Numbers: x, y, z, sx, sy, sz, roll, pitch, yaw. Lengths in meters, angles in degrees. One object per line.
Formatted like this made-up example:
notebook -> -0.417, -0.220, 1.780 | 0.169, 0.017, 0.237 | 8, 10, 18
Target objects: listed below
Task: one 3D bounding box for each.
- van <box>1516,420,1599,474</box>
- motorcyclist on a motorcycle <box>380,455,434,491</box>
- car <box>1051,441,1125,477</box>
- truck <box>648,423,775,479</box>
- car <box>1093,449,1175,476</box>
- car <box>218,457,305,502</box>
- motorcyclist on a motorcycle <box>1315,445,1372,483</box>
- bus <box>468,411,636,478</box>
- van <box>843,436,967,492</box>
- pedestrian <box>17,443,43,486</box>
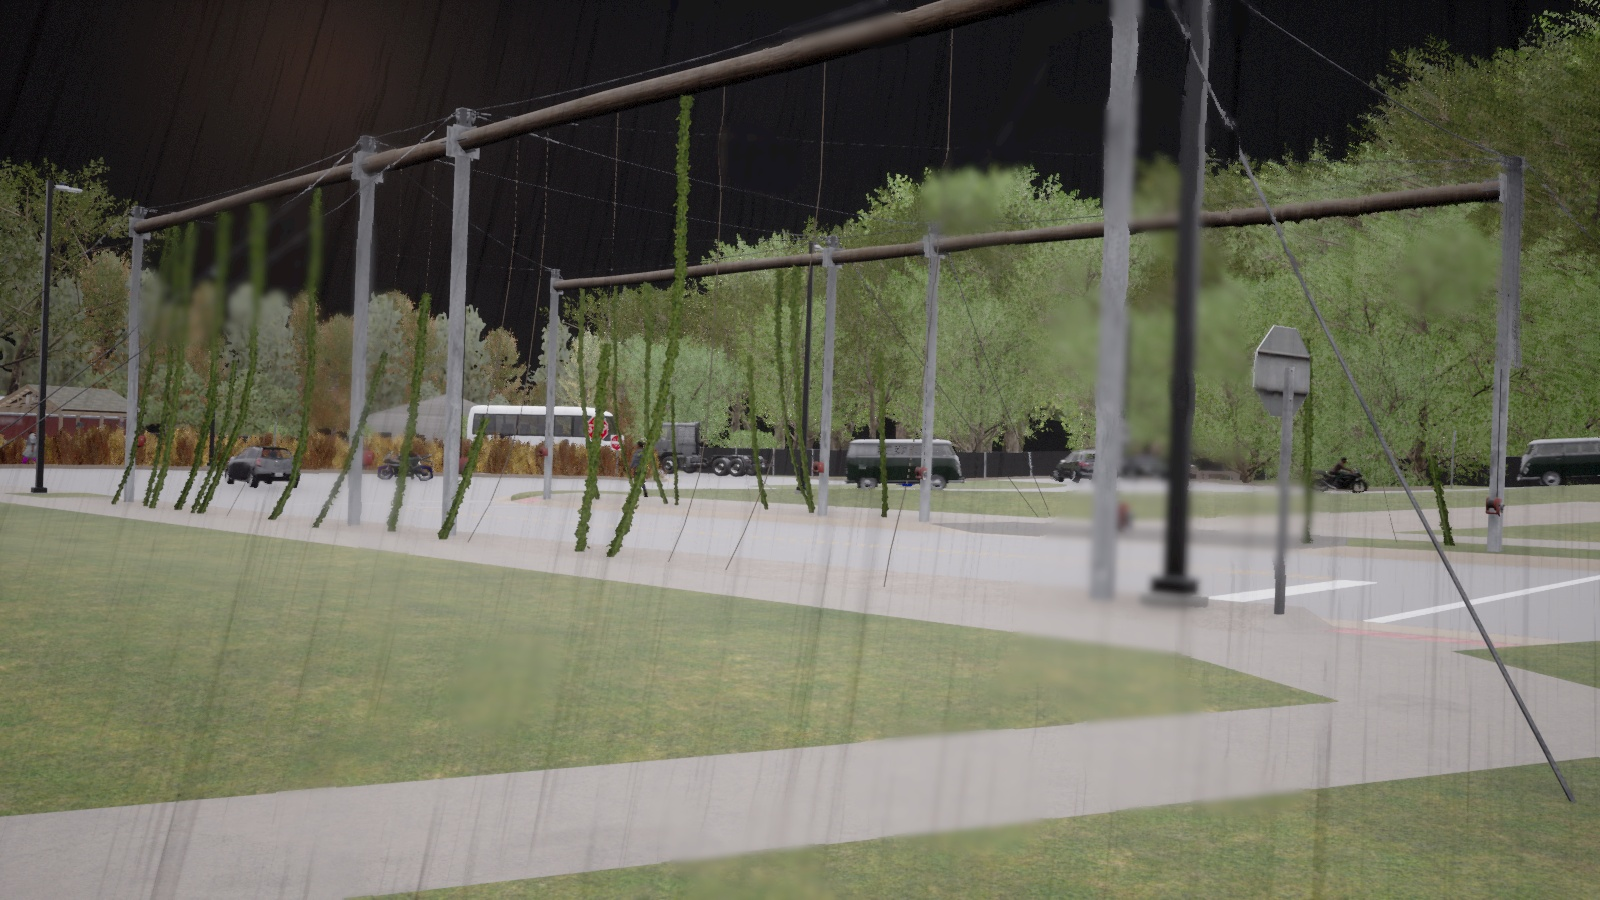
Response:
van -> 31.976, -0.193, 51.235 | 4.442, 1.987, 1.775 | -4, -2, 21
motorcyclist on a motorcycle -> -16.924, 0.984, 54.115 | 2.191, 1.530, 0.866 | 0, 1, -21
car -> 14.360, 0.437, 62.884 | 2.242, 1.667, 4.611 | -1, 0, -6
truck -> -5.781, 0.026, 81.616 | 7.936, 3.462, 2.891 | 0, 1, 27
car -> 17.277, 0.625, 65.165 | 1.895, 1.301, 4.718 | -1, 0, -17
car -> -20.025, 1.049, 46.654 | 1.845, 1.501, 3.633 | 0, 1, -43
motorcyclist on a motorcycle -> 22.188, 0.574, 51.280 | 2.044, 1.523, 0.797 | -1, 0, 18
bus -> -16.415, -0.400, 83.294 | 10.273, 4.253, 3.944 | 0, 1, 14
van -> 3.894, 0.500, 47.014 | 4.442, 1.987, 1.775 | -1, 0, -1
pedestrian -> -35.575, 0.680, 58.035 | 0.873, 1.952, 0.659 | 1, 0, -17
